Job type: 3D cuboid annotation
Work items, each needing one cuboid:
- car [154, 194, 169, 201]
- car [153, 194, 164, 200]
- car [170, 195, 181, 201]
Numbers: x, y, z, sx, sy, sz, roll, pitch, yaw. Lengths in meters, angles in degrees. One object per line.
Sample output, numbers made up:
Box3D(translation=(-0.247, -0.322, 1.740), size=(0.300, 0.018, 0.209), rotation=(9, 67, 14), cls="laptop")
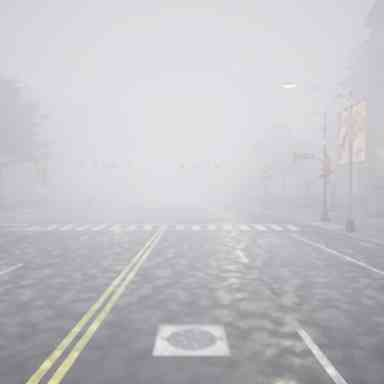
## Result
Box3D(translation=(-7.058, 1.351, 78.047), size=(1.882, 1.535, 5.008), rotation=(0, 0, 0), cls="car")
Box3D(translation=(-9.462, 1.371, 93.926), size=(1.812, 1.442, 4.674), rotation=(0, 0, -21), cls="car")
Box3D(translation=(-3.557, 1.349, 79.568), size=(1.882, 1.535, 5.008), rotation=(0, 0, 0), cls="car")
